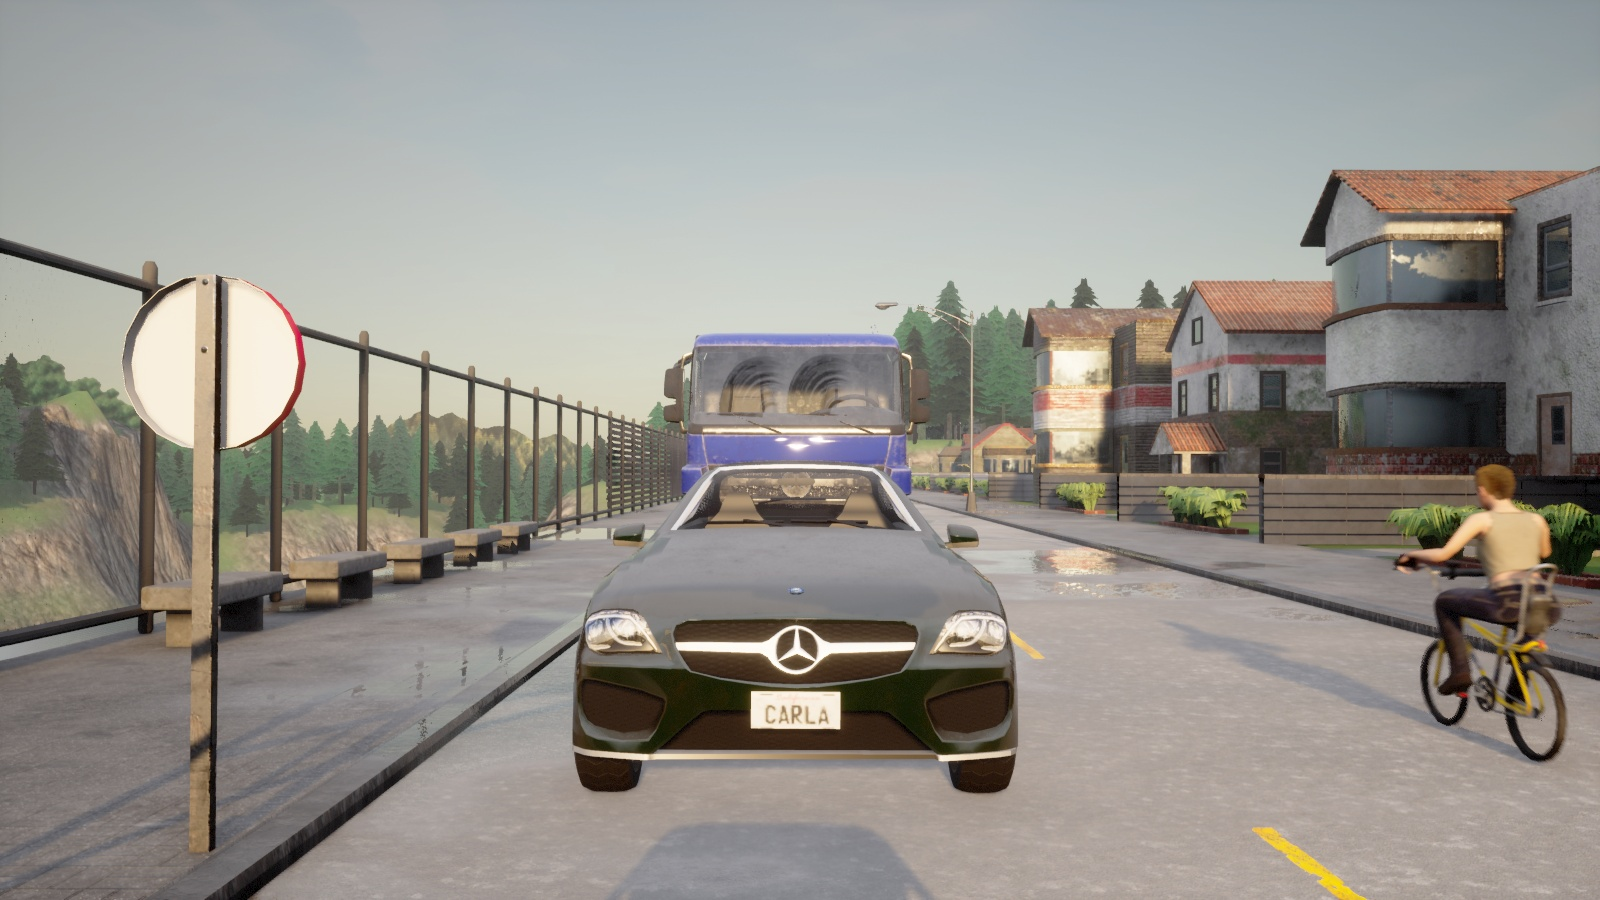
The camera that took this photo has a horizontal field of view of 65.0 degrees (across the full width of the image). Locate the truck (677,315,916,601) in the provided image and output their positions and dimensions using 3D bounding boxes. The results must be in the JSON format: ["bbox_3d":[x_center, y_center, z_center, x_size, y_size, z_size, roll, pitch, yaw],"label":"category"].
[{"bbox_3d":[-0.052,0.155,19.219,2.891,3.462,7.936,0,-1,0],"label":"truck"}]

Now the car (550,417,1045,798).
[{"bbox_3d":[-0.021,0.727,7.996,2.152,1.651,5.027,0,-1,0],"label":"car"}]

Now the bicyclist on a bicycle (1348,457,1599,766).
[{"bbox_3d":[3.976,0.858,7.340,0.866,1.612,1.509,0,-1,0],"label":"bicyclist on a bicycle"}]
